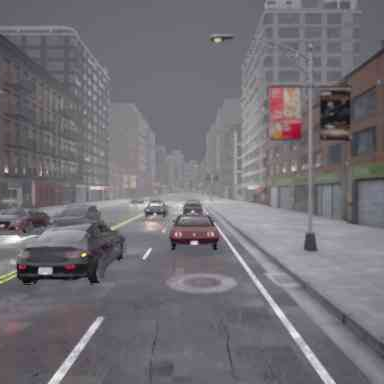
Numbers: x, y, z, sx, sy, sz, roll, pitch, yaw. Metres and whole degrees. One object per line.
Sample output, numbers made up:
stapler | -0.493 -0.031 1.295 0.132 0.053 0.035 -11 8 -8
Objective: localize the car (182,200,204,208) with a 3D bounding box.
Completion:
car | 0.080 1.502 32.280 1.837 1.490 4.892 0 0 0

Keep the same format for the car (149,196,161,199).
car | -6.575 1.455 59.849 1.882 1.535 5.008 0 0 0

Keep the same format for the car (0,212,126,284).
car | -3.154 1.527 9.444 1.812 1.442 4.674 0 0 0

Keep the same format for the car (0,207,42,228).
car | -9.858 1.566 19.306 1.994 1.385 4.181 0 0 0

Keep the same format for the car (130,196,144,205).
car | -9.822 1.483 59.849 1.837 1.490 4.892 0 0 1

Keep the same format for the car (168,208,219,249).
car | 0.085 1.601 14.574 1.895 1.301 4.718 0 0 0

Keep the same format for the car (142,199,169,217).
car | -3.165 1.599 30.762 1.895 1.301 4.718 0 0 0

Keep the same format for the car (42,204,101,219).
car | -6.608 1.506 19.459 1.837 1.490 4.892 0 0 0
